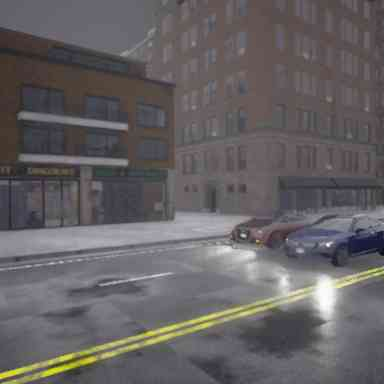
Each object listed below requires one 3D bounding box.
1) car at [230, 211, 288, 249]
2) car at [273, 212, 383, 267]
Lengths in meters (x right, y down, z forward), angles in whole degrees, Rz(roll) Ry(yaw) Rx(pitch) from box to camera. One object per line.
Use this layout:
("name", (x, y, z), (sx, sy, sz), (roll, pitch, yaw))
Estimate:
("car", (3.657, 1.522, 14.275), (4.181, 1.385, 1.994), (0, 0, -35))
("car", (5.134, 1.485, 11.340), (4.674, 1.442, 1.812), (0, 0, -35))
